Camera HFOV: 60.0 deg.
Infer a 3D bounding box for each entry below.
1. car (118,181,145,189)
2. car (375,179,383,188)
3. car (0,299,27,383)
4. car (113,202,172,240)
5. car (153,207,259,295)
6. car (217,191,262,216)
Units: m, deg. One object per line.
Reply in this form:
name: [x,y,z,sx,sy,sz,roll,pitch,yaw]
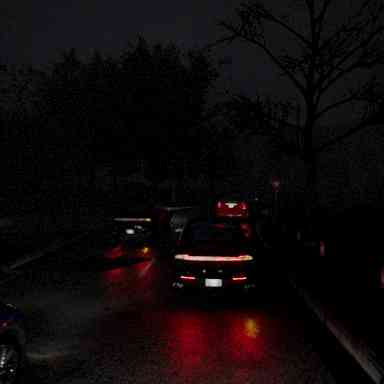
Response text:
car: [-10.937,-1.227,59.319,5.008,1.535,1.882,0,3,7]
car: [34.921,-1.555,59.542,2.185,1.767,4.553,-1,4,-15]
car: [-2.997,1.341,2.031,2.097,1.767,4.553,0,0,1]
car: [-2.065,1.203,15.179,2.128,1.511,4.902,0,2,7]
car: [0.534,1.397,8.506,2.128,1.511,4.902,0,1,3]
car: [3.200,0.777,21.904,2.097,1.767,4.553,1,3,24]
